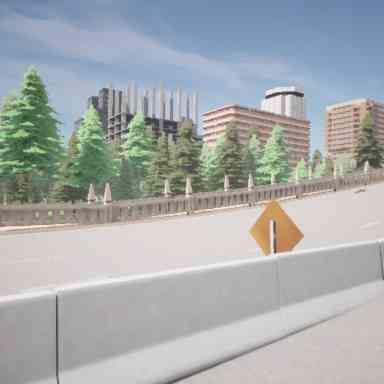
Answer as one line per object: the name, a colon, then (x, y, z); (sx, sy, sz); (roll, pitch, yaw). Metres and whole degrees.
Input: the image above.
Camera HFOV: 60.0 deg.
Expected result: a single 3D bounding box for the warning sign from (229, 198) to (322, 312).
warning sign: (1.541, 1.062, 6.297); (1.060, 1.860, 1.300); (1, -2, -35)
